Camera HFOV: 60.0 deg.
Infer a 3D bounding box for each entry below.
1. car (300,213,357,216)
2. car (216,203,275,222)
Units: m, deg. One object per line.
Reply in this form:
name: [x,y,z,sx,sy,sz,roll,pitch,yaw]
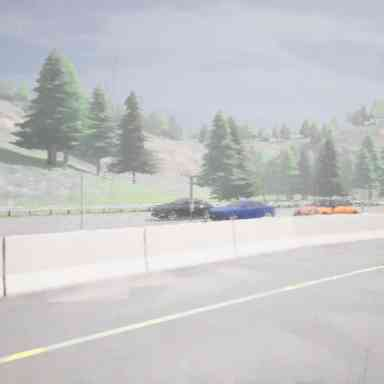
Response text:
car: [8.878,1.216,22.056,4.553,1.767,2.097,0,1,-30]
car: [3.543,1.287,22.968,5.008,1.535,1.882,0,1,-31]
